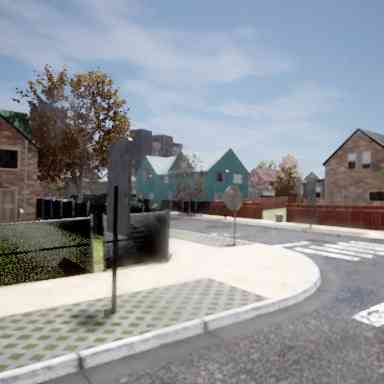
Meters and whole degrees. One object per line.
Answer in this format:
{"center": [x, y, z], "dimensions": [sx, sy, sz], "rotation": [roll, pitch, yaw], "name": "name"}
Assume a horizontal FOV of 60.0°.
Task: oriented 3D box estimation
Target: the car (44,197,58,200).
{"center": [-19.418, 1.355, 45.492], "dimensions": [2.033, 1.411, 5.357], "rotation": [2, -1, -36], "name": "car"}

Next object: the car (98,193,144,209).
{"center": [-5.894, 1.112, 27.229], "dimensions": [2.150, 2.045, 5.566], "rotation": [2, -1, -37], "name": "car"}
